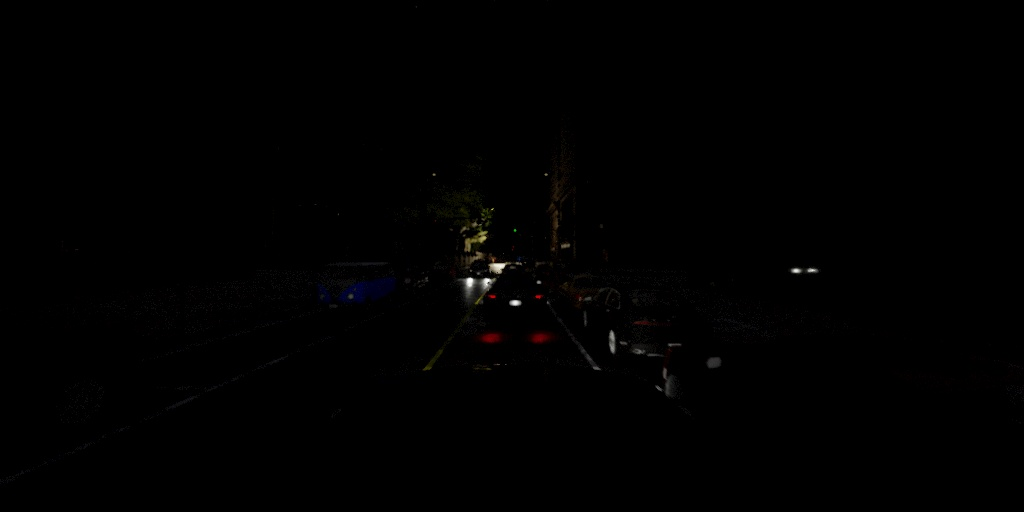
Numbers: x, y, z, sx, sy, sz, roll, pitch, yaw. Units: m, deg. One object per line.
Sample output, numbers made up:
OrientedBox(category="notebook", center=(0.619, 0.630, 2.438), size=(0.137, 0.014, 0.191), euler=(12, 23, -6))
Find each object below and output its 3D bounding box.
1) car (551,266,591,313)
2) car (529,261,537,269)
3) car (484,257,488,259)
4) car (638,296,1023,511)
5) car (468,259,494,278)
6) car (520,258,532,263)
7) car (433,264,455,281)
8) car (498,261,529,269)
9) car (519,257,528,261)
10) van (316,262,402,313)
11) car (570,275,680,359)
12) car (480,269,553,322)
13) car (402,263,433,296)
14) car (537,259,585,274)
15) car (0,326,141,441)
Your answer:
OrientedBox(category="car", center=(2.756, 1.287, 13.828), size=(1.751, 1.417, 4.829), euler=(0, 0, 0))
OrientedBox(category="car", center=(2.749, 1.339, 29.934), size=(1.948, 1.339, 4.313), euler=(0, 0, 0))
OrientedBox(category="car", center=(-5.791, 1.336, 61.807), size=(2.007, 1.370, 4.403), euler=(0, 0, 0))
OrientedBox(category="car", center=(2.760, 1.296, 2.808), size=(1.888, 1.381, 4.507), euler=(0, 0, 0))
OrientedBox(category="car", center=(-3.019, 1.306, 34.556), size=(1.812, 1.442, 4.674), euler=(0, 0, 0))
OrientedBox(category="car", center=(2.737, 1.350, 56.371), size=(1.948, 1.339, 4.313), euler=(0, 0, 0))
OrientedBox(category="car", center=(-5.777, 1.355, 29.948), size=(1.802, 1.307, 4.207), euler=(0, 0, 0))
OrientedBox(category="car", center=(0.088, 1.297, 26.587), size=(1.812, 1.442, 4.674), euler=(0, 0, 0))
OrientedBox(category="car", center=(2.734, 1.351, 61.791), size=(1.948, 1.339, 4.313), euler=(0, 0, 0))
OrientedBox(category="van", center=(-5.769, 1.102, 13.669), size=(1.690, 1.789, 3.998), euler=(0, 0, 0))
OrientedBox(category="car", center=(2.759, 1.307, 8.233), size=(2.007, 1.370, 4.403), euler=(0, 0, 0))
OrientedBox(category="car", center=(0.095, 1.324, 12.317), size=(1.994, 1.385, 4.181), euler=(0, 0, 0))
OrientedBox(category="car", center=(-5.772, 1.206, 19.095), size=(1.967, 1.591, 4.097), euler=(0, 0, 0))
OrientedBox(category="car", center=(2.754, 1.080, 19.083), size=(2.192, 1.841, 5.009), euler=(0, 0, 0))
OrientedBox(category="car", center=(-5.764, 1.296, 2.817), size=(1.888, 1.381, 4.507), euler=(0, 0, 0))
